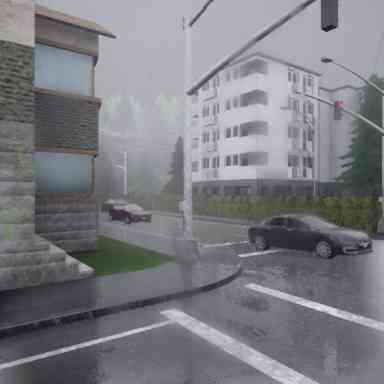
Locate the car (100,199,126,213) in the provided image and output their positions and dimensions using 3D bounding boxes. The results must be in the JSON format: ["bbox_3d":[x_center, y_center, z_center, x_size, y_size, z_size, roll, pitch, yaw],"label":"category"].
[{"bbox_3d":[-8.748,1.528,37.622,2.097,1.767,4.553,0,0,-35],"label":"car"}]

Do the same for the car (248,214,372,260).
[{"bbox_3d":[4.315,1.629,12.959,1.837,1.490,4.892,0,-3,-36],"label":"car"}]

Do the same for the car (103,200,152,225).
[{"bbox_3d":[-4.892,1.653,25.860,1.882,1.535,5.008,0,0,-35],"label":"car"}]
